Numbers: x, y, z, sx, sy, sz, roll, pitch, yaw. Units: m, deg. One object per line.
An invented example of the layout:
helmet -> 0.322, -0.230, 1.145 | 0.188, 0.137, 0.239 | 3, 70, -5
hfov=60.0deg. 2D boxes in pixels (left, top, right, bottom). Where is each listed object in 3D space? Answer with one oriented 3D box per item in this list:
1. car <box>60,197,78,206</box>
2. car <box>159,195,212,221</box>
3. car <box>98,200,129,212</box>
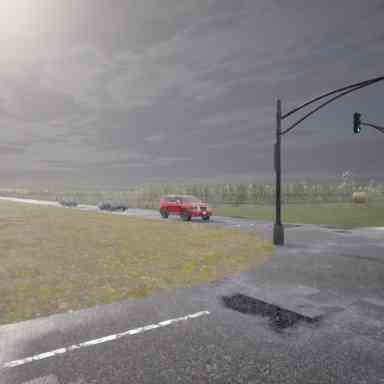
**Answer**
car -> -20.423, 1.656, 55.098 | 1.837, 1.490, 4.892 | 0, 0, -36
car -> -0.670, 1.256, 27.755 | 2.150, 2.045, 5.566 | 0, 0, -36
car -> -9.531, 1.612, 39.945 | 2.033, 1.411, 5.357 | 0, 0, -36
